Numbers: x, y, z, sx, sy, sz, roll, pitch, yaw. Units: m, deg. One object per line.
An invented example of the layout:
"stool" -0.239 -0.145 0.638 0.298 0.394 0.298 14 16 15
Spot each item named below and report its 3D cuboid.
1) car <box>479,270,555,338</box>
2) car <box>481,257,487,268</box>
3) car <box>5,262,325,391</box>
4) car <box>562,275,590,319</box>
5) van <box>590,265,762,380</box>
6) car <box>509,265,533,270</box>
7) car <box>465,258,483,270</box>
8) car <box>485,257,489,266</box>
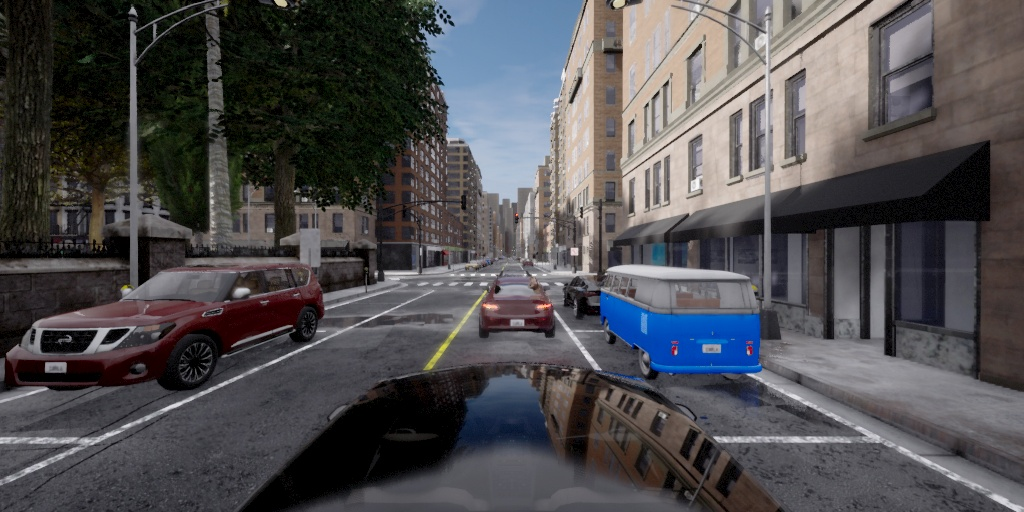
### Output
"car" 0.123 1.274 10.027 1.812 1.442 4.674 0 0 0
"car" -5.552 1.271 56.104 2.007 1.370 4.403 0 0 0
"car" -5.657 1.064 6.965 2.192 1.841 5.009 0 0 0
"car" 2.880 1.313 12.647 1.948 1.339 4.313 0 0 0
"van" 2.867 1.090 6.986 1.690 1.789 3.998 0 0 0
"car" 0.112 1.345 18.849 1.895 1.301 4.718 0 0 -1
"car" -5.564 1.248 50.483 1.751 1.417 4.829 0 0 0
"car" -5.540 1.265 61.555 1.888 1.381 4.507 0 0 0
